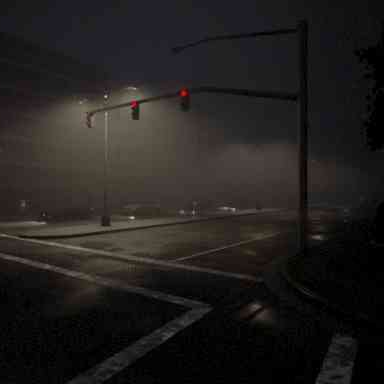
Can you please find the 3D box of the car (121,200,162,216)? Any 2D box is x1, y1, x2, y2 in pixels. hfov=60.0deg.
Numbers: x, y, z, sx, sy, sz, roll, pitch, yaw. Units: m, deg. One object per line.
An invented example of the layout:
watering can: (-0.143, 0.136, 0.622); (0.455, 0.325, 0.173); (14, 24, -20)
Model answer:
car: (-4.951, 1.524, 33.472); (1.812, 1.442, 4.674); (0, 0, 36)

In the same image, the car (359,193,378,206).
car: (28.735, 1.222, 54.037); (2.150, 2.045, 5.566); (0, 0, 36)

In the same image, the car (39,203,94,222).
car: (-9.943, 1.564, 26.591); (1.994, 1.385, 4.181); (0, 0, 36)

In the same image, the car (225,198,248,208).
car: (6.619, 1.564, 49.397); (1.994, 1.385, 4.181); (0, 0, 36)

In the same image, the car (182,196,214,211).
car: (0.780, 1.352, 41.368); (2.097, 1.767, 4.553); (0, 0, 36)
